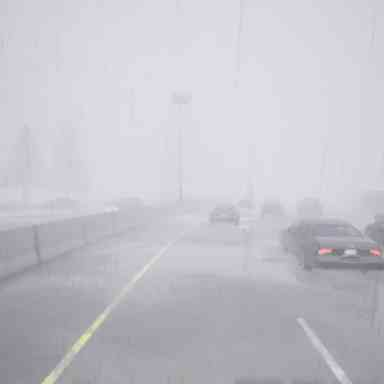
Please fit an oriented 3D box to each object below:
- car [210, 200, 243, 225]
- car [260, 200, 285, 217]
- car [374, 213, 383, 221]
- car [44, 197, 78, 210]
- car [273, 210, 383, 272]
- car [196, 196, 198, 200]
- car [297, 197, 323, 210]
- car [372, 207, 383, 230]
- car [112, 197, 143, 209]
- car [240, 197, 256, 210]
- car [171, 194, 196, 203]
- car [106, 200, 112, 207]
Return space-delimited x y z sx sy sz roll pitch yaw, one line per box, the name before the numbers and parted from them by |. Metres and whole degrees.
car | 2.421 1.523 23.729 1.994 1.385 4.181 0 0 10
car | 7.324 1.469 30.256 1.837 1.490 4.892 0 0 13
car | 7.800 1.496 11.685 2.128 1.511 4.902 0 0 5
car | -15.663 1.351 39.978 2.128 1.511 4.902 0 0 15
car | 4.155 1.540 10.749 2.033 1.411 5.357 0 0 5
car | -0.281 1.271 78.320 1.812 1.442 4.674 0 0 28
car | 11.626 1.326 33.028 2.097 1.767 4.553 0 0 14
car | 12.232 1.606 19.088 1.895 1.301 4.718 0 0 9
car | -7.802 1.388 42.226 1.837 1.490 4.892 0 0 17
car | 6.865 1.444 41.687 1.837 1.490 4.892 0 0 17
car | -1.539 1.397 50.182 1.837 1.490 4.892 0 0 20
car | -10.175 1.431 46.415 1.994 1.385 4.181 0 0 17
